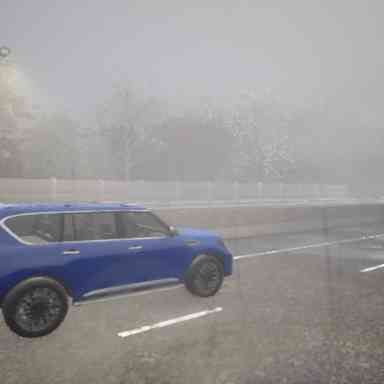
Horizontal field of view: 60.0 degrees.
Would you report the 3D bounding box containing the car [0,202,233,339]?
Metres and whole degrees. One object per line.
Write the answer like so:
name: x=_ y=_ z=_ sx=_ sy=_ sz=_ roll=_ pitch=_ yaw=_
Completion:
car: x=-1.711 y=1.224 z=6.831 sx=5.566 sy=2.045 sz=2.150 roll=0 pitch=0 yaw=-35
